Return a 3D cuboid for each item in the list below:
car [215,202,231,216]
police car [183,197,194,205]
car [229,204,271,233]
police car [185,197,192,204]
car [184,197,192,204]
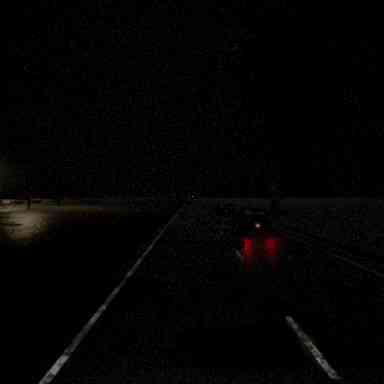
[{"bbox_3d":[3.586,1.854,36.900,1.882,1.535,5.008,0,-1,0],"label":"car"},{"bbox_3d":[-1.079,2.279,77.750,1.930,1.638,5.238,0,0,0],"label":"police car"},{"bbox_3d":[3.605,1.677,20.511,1.812,1.442,4.674,0,-1,0],"label":"car"},{"bbox_3d":[-1.085,2.393,93.749,1.930,1.638,5.238,0,0,0],"label":"police car"},{"bbox_3d":[-1.084,2.275,87.610,2.097,1.767,4.553,0,0,0],"label":"car"}]
